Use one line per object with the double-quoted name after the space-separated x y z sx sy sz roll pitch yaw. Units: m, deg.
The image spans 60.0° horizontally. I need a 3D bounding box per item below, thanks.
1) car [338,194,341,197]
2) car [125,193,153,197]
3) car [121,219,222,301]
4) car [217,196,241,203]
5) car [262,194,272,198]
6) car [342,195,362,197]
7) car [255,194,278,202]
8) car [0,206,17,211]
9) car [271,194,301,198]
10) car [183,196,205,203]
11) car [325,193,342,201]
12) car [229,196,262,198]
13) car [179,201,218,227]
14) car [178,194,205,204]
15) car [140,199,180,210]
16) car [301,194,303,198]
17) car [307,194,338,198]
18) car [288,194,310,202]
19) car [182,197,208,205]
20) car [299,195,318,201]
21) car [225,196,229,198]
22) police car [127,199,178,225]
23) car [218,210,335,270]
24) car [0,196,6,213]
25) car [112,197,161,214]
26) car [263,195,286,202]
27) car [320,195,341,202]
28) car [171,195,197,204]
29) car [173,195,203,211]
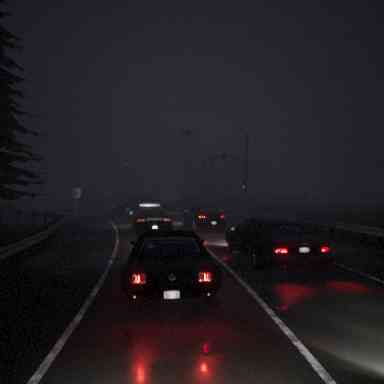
36.141 1.503 77.653 5.357 1.411 2.033 0 0 -31 "car"
-6.458 1.202 45.097 5.566 2.045 2.150 0 0 -21 "car"
-0.601 1.597 8.312 1.895 1.301 4.718 0 0 -6 "car"
7.797 1.491 69.256 4.674 1.442 1.812 0 0 -21 "car"
17.804 1.507 69.278 5.357 1.411 2.033 0 0 -21 "car"
36.425 1.505 73.694 5.357 1.411 2.033 0 0 -31 "car"
16.221 1.320 72.422 4.553 1.767 2.097 0 0 -21 "car"
-19.920 1.480 32.561 4.902 1.511 2.128 0 0 -21 "car"
18.669 1.494 65.885 4.674 1.442 1.812 0 0 -20 "car"
0.332 1.519 70.190 4.181 1.385 1.994 0 0 -21 "car"
37.004 1.284 86.797 4.553 1.767 2.097 0 0 -35 "car"
10.142 1.475 62.743 4.892 1.490 1.837 0 0 -20 "car"
0.678 1.516 20.467 1.812 1.442 4.674 0 0 -13 "car"
-0.060 1.322 62.669 4.553 1.767 2.097 0 0 -22 "car"
-4.016 1.583 42.277 4.718 1.301 1.895 0 0 -21 "car"
26.909 1.505 72.779 5.357 1.411 2.033 0 0 -23 "car"
27.118 1.445 69.088 5.008 1.535 1.882 0 0 -21 "car"
24.278 1.319 75.500 4.553 1.767 2.097 0 0 -21 "car"
0.497 1.535 59.139 4.181 1.385 1.994 0 0 -21 "car"
28.406 1.514 81.251 4.181 1.385 1.994 0 0 -27 "car"
8.974 1.494 66.013 4.674 1.442 1.812 0 0 -20 "car"
-2.267 1.416 17.776 1.930 1.638 5.238 0 0 -13 "police car"
2.542 1.542 11.065 2.033 1.411 5.357 0 0 -8 "car"
-22.504 1.337 35.330 4.553 1.767 2.097 0 0 -21 "car"
-5.435 1.535 34.265 5.357 1.411 2.033 0 0 -21 "car"
19.141 1.463 77.259 4.892 1.490 1.837 0 0 -21 "car"
33.397 1.487 80.048 4.902 1.511 2.128 0 0 -31 "car"
-1.583 1.460 65.810 4.902 1.511 2.128 0 0 -20 "car"
-0.416 1.460 39.890 5.008 1.535 1.882 0 0 -21 "car"
